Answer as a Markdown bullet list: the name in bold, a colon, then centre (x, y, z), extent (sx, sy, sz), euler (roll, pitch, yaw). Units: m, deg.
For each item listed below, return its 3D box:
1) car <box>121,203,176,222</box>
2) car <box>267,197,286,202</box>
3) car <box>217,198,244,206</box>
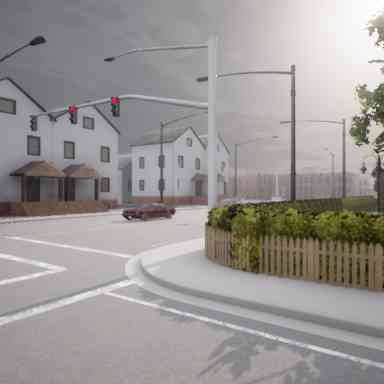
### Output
- **car**: centre (-3.420, 1.598, 26.863), extent (1.895, 1.301, 4.718), euler (0, 0, 35)
- **car**: centre (12.808, 1.522, 50.237), extent (1.812, 1.442, 4.674), euler (0, 0, 35)
- **car**: centre (4.263, 1.500, 37.976), extent (1.837, 1.490, 4.892), euler (0, 1, 35)
